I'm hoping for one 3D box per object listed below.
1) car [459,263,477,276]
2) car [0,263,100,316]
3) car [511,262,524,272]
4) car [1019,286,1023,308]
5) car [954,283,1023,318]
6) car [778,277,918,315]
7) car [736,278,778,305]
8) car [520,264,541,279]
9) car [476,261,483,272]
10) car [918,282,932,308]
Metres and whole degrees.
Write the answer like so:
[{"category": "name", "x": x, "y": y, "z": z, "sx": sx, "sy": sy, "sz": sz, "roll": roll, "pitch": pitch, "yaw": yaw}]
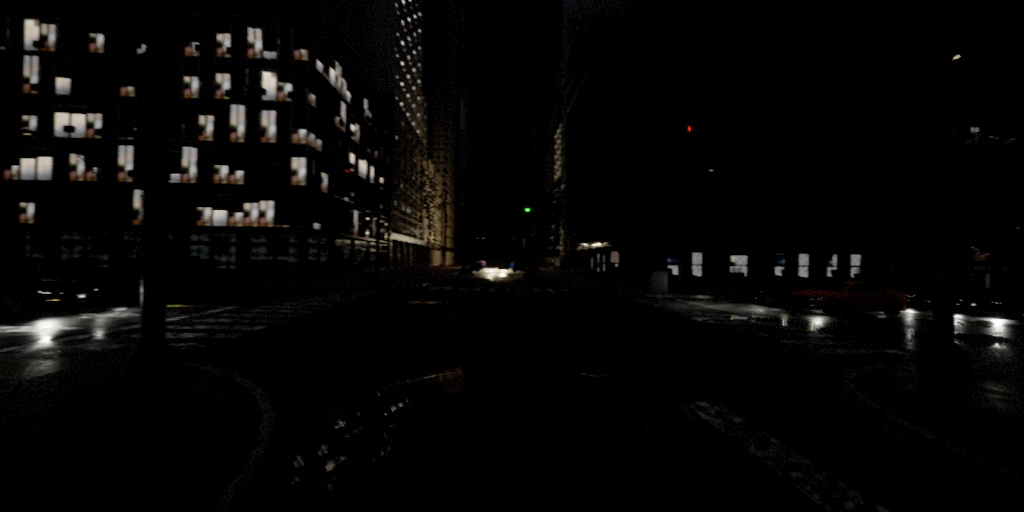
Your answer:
[{"category": "car", "x": -5.873, "y": 1.884, "z": 46.319, "sx": 1.802, "sy": 1.307, "sz": 4.207, "roll": 0, "pitch": 0, "yaw": -3}, {"category": "car", "x": -15.953, "y": 0.946, "z": 11.101, "sx": 4.892, "sy": 1.490, "sz": 1.837, "roll": 2, "pitch": -1, "yaw": -5}, {"category": "car", "x": 1.272, "y": 1.913, "z": 63.230, "sx": 2.192, "sy": 1.841, "sz": 5.009, "roll": 0, "pitch": 0, "yaw": -3}, {"category": "car", "x": 34.669, "y": 2.638, "z": 22.155, "sx": 4.181, "sy": 1.385, "sz": 1.994, "roll": 2, "pitch": -1, "yaw": -4}, {"category": "car", "x": 25.450, "y": 2.255, "z": 18.116, "sx": 4.892, "sy": 1.490, "sz": 1.837, "roll": 2, "pitch": -1, "yaw": -5}, {"category": "car", "x": 16.077, "y": 1.944, "z": 17.312, "sx": 5.008, "sy": 1.535, "sz": 1.882, "roll": 2, "pitch": -1, "yaw": -5}, {"category": "car", "x": 15.544, "y": 1.974, "z": 20.528, "sx": 5.008, "sy": 1.535, "sz": 1.882, "roll": 2, "pitch": -1, "yaw": -5}, {"category": "car", "x": 2.291, "y": 1.890, "z": 41.145, "sx": 1.948, "sy": 1.339, "sz": 4.313, "roll": 0, "pitch": 0, "yaw": -3}, {"category": "car", "x": -6.600, "y": 2.072, "z": 62.885, "sx": 1.948, "sy": 1.339, "sz": 4.313, "roll": 0, "pitch": 0, "yaw": -3}, {"category": "car", "x": 24.815, "y": 2.281, "z": 21.322, "sx": 4.892, "sy": 1.490, "sz": 1.837, "roll": 2, "pitch": -1, "yaw": -5}]
